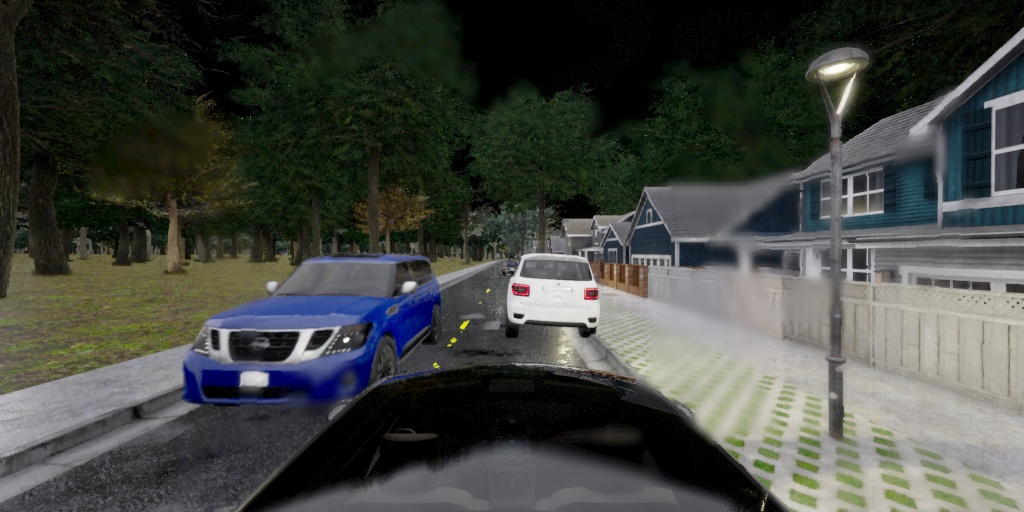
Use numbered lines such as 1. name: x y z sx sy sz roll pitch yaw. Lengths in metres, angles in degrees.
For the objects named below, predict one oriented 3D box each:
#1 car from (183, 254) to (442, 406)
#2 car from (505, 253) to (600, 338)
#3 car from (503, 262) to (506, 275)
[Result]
1. car: -2.755 0.971 6.597 2.150 2.045 5.566 0 0 0
2. car: 0.962 1.011 10.354 2.150 2.045 5.566 3 -1 0
3. car: 0.014 1.340 38.454 1.994 1.385 4.181 0 0 1
